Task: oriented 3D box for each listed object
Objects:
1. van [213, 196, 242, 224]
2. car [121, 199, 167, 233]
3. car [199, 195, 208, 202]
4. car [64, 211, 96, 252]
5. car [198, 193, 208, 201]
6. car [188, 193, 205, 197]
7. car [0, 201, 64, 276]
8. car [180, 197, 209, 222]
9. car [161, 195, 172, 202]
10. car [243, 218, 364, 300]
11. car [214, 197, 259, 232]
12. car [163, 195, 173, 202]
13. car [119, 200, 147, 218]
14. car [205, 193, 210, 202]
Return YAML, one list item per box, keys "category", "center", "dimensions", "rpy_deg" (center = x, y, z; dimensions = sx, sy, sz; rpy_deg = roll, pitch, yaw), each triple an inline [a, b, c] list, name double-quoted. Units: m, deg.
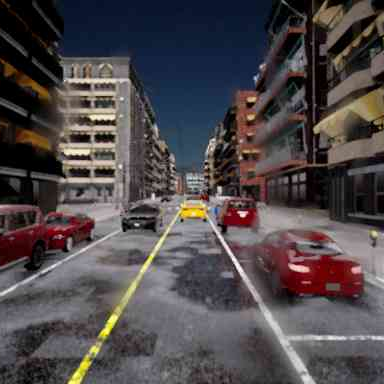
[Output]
- category: "van"
  center: [2.549, 1.262, 24.666]
  dimensions: [1.690, 1.788, 3.998]
  rpy_deg: [1, 0, 0]
- category: "car"
  center: [-2.792, 1.412, 19.532]
  dimensions: [1.882, 1.535, 5.008]
  rpy_deg: [0, 0, 1]
- category: "car"
  center: [2.572, 1.341, 74.108]
  dimensions: [1.752, 1.417, 4.829]
  rpy_deg: [1, 0, 0]
- category: "car"
  center: [-5.300, 1.496, 13.658]
  dimensions: [1.887, 1.381, 4.507]
  rpy_deg: [1, 0, 0]
- category: "car"
  center: [2.574, 1.123, 79.503]
  dimensions: [2.192, 1.841, 5.009]
  rpy_deg: [1, 0, 0]
- category: "car"
  center: [0.134, 1.246, 37.136]
  dimensions: [2.097, 1.767, 4.553]
  rpy_deg: [0, 0, 1]
- category: "car"
  center: [-5.293, 1.285, 8.126]
  dimensions: [2.192, 1.841, 5.009]
  rpy_deg: [1, 0, 0]
- category: "car"
  center: [0.097, 1.396, 25.879]
  dimensions: [1.882, 1.535, 5.008]
  rpy_deg: [0, 0, 0]
- category: "car"
  center: [-5.308, 1.393, 68.332]
  dimensions: [1.947, 1.339, 4.313]
  rpy_deg: [1, 0, 0]
- category: "car"
  center: [2.547, 1.551, 8.073]
  dimensions: [1.802, 1.307, 4.206]
  rpy_deg: [1, 0, 0]
- category: "car"
  center: [2.551, 1.250, 19.135]
  dimensions: [2.192, 1.841, 5.009]
  rpy_deg: [1, 0, 0]
- category: "car"
  center: [-5.309, 1.382, 73.893]
  dimensions: [1.947, 1.339, 4.313]
  rpy_deg: [1, 0, 0]
- category: "car"
  center: [-5.304, 1.491, 30.252]
  dimensions: [1.802, 1.307, 4.206]
  rpy_deg: [1, 0, 0]
- category: "car"
  center: [2.576, 1.142, 68.378]
  dimensions: [2.192, 1.841, 5.009]
  rpy_deg: [1, 0, 0]
